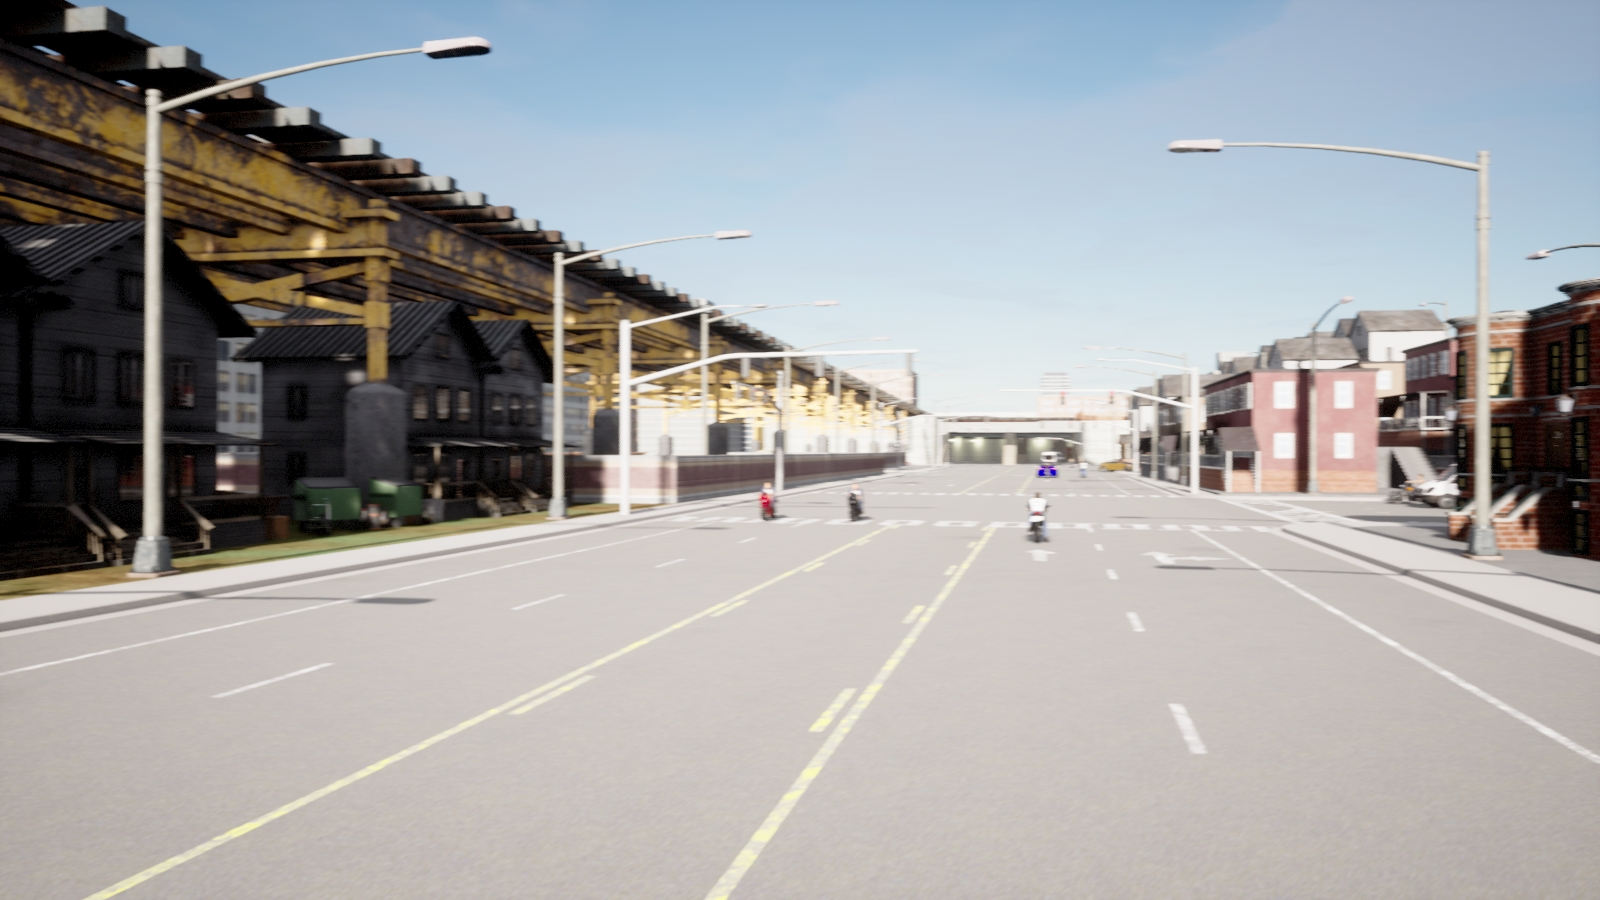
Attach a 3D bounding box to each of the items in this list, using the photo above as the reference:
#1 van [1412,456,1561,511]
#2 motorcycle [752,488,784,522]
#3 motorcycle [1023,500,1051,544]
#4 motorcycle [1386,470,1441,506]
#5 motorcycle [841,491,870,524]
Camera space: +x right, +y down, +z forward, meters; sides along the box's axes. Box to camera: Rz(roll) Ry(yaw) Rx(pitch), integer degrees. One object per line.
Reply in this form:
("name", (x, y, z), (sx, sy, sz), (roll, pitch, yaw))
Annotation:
("van", (33.441, 1.610, 55.817), (5.915, 2.561, 1.988), (0, 0, 12))
("motorcycle", (-1.258, 2.167, 45.063), (0.803, 1.224, 2.033), (0, 0, 12))
("motorcycle", (7.268, 2.188, 34.951), (0.803, 1.224, 2.033), (0, 0, 12))
("motorcycle", (32.050, 1.978, 59.709), (2.356, 1.802, 0.764), (1, 0, 12))
("motorcycle", (2.155, 2.215, 44.287), (0.803, 1.145, 2.033), (0, 0, 12))
